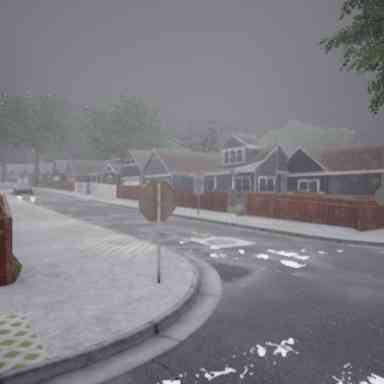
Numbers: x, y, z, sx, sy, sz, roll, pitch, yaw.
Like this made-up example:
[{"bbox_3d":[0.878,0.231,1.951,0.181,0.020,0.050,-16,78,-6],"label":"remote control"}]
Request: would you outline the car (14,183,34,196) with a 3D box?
[{"bbox_3d":[-22.429,-0.384,44.241,1.882,1.535,5.008,0,2,-35],"label":"car"}]
